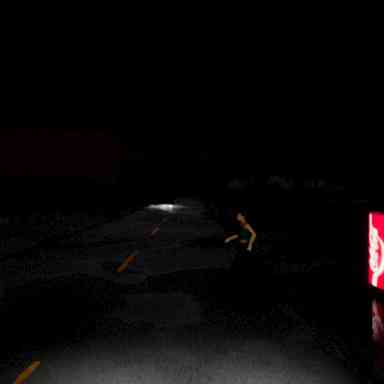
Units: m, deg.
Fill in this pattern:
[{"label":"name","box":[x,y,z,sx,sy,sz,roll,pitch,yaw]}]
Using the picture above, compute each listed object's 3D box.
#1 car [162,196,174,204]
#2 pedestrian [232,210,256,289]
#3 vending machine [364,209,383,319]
[{"label":"car","box":[-4.337,1.460,60.190,2.128,1.511,4.902,0,0,0]},{"label":"pedestrian","box":[1.184,1.290,7.655,0.375,1.860,0.375,0,0,0]},{"label":"vending machine","box":[4.262,1.412,6.736,1.100,2.100,0.880,0,0,0]}]
